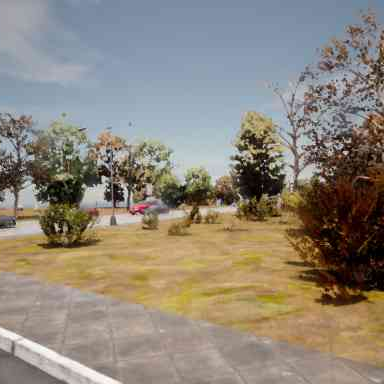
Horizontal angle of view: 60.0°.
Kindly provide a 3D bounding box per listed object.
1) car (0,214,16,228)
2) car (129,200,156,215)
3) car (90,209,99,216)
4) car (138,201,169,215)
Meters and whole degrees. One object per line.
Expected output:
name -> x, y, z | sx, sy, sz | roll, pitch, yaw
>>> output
car -> -17.023, 2.455, 27.696 | 1.994, 1.385, 4.181 | -3, -2, 34
car -> -7.008, 2.360, 49.951 | 2.150, 2.045, 5.566 | -3, -1, 32
car -> -12.154, 2.387, 35.185 | 1.882, 1.535, 5.008 | -3, -2, 33
car -> -4.989, 2.501, 46.571 | 1.812, 1.442, 4.674 | -3, -1, 31
